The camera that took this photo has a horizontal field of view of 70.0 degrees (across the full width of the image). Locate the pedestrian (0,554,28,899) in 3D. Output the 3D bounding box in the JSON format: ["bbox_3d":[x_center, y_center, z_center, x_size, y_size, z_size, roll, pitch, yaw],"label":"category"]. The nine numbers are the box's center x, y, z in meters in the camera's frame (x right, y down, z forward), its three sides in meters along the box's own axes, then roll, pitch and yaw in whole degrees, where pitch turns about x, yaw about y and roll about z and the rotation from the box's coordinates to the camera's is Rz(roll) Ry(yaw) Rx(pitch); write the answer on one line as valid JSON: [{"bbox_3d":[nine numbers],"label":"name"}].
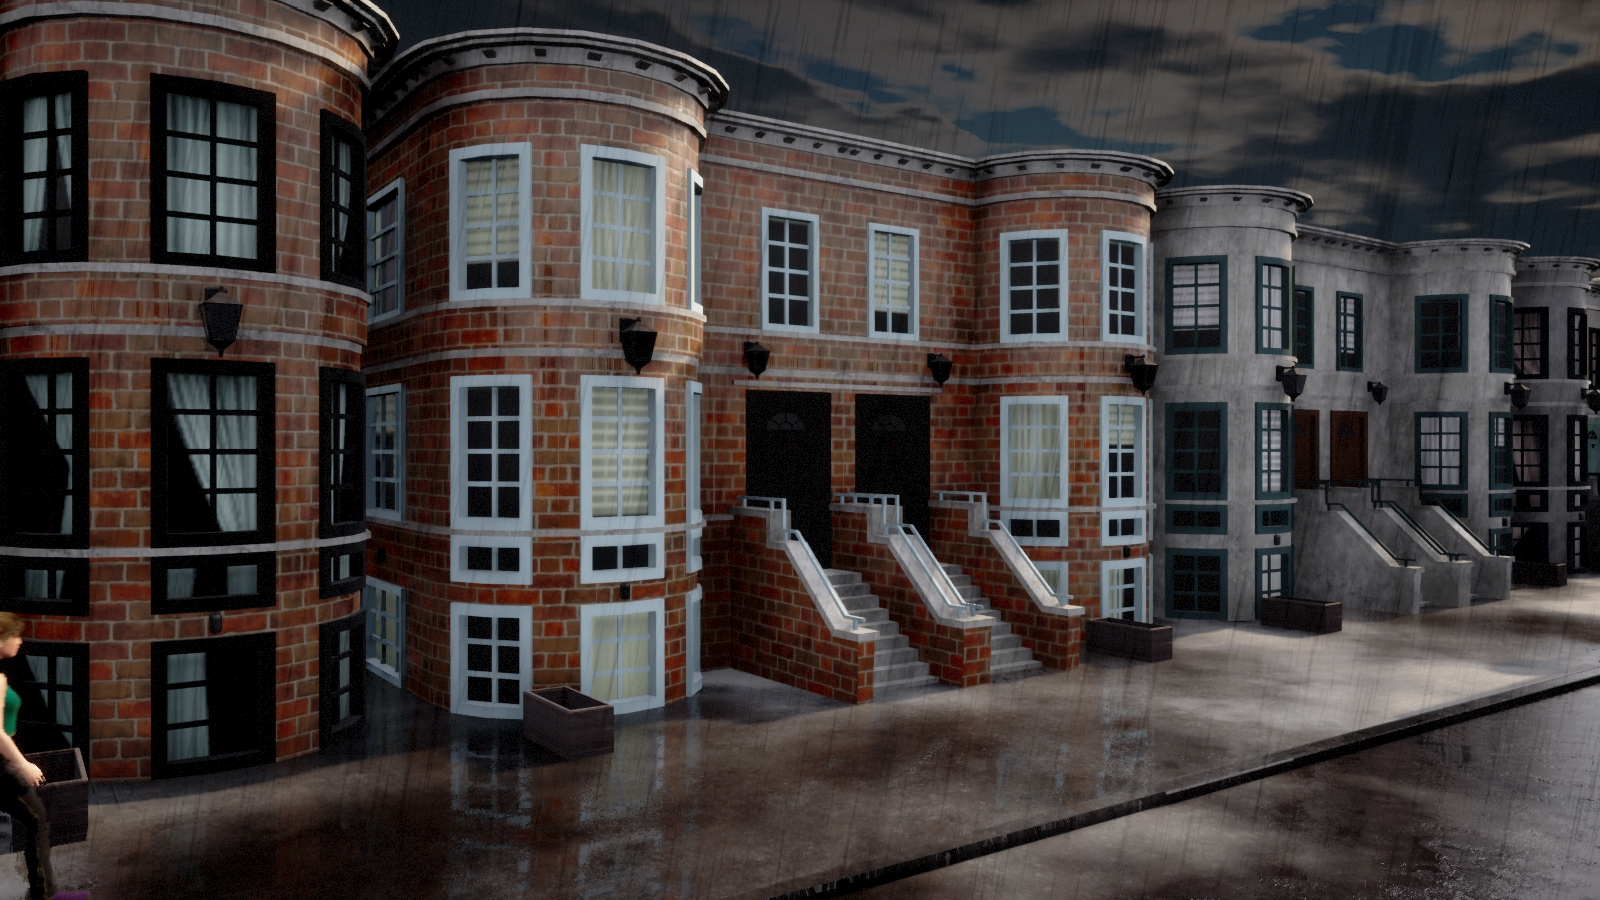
[{"bbox_3d":[-4.518,1.524,6.286,0.375,1.860,0.375,0,0,44],"label":"pedestrian"}]
